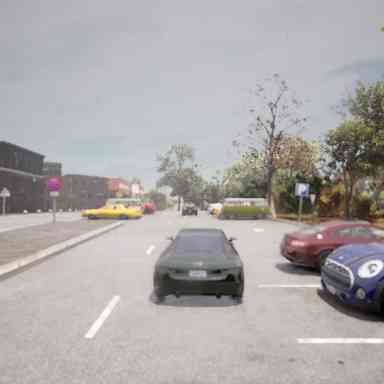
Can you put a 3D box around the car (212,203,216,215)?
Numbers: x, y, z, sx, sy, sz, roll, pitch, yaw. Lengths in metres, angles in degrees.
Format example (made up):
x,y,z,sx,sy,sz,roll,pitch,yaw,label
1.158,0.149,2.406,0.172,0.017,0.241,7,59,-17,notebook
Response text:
x,y,z,sx,sy,sz,roll,pitch,yaw,label
5.009,1.909,33.587,5.366,1.575,1.946,0,-1,-1,car

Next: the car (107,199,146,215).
x,y,z,sx,sy,sz,roll,pitch,yaw,label
-7.421,1.810,34.237,4.553,1.767,2.185,0,-1,-1,car

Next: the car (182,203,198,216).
x,y,z,sx,sy,sz,roll,pitch,yaw,label
-0.250,2.187,41.323,1.812,1.442,4.674,0,-2,-1,car

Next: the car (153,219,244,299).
x,y,z,sx,sy,sz,roll,pitch,yaw,label
0.235,1.627,8.697,1.994,1.385,4.181,0,0,3,car

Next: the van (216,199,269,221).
x,y,z,sx,sy,sz,roll,pitch,yaw,label
4.735,1.618,30.796,4.442,1.987,1.878,0,-1,-1,van

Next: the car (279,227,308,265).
x,y,z,sx,sy,sz,roll,pitch,yaw,label
5.030,1.589,10.000,4.674,1.452,2.002,0,0,-1,car

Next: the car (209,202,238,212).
x,y,z,sx,sy,sz,roll,pitch,yaw,label
5.622,2.744,59.454,4.553,1.767,2.097,1,-3,-18,car

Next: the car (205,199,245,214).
x,y,z,sx,sy,sz,roll,pitch,yaw,label
4.631,2.106,47.426,5.566,2.045,2.435,0,-2,-1,car

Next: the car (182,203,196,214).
x,y,z,sx,sy,sz,roll,pitch,yaw,label
-0.458,2.506,51.193,1.882,1.535,5.008,0,-2,2,car

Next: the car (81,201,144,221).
x,y,z,sx,sy,sz,roll,pitch,yaw,label
-7.607,1.861,31.315,5.366,1.575,1.946,0,-1,-1,car

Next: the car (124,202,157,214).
x,y,z,sx,sy,sz,roll,pitch,yaw,label
-7.608,2.315,49.410,4.553,1.767,2.185,0,-2,-1,car

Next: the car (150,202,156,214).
x,y,z,sx,sy,sz,roll,pitch,yaw,label
-7.523,1.967,43.465,5.566,2.045,2.435,0,-2,-1,car

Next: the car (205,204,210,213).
x,y,z,sx,sy,sz,roll,pitch,yaw,label
4.711,1.906,41.967,5.566,2.045,2.435,0,-2,-1,car

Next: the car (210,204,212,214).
x,y,z,sx,sy,sz,roll,pitch,yaw,label
4.982,1.980,36.247,5.366,1.575,1.946,0,-2,-1,car

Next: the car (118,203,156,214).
x,y,z,sx,sy,sz,roll,pitch,yaw,label
-7.589,2.327,46.371,5.008,1.535,2.097,0,-2,-1,car

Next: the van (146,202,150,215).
x,y,z,sx,sy,sz,roll,pitch,yaw,label
-7.366,1.796,37.276,4.442,1.987,1.878,0,-2,-1,van

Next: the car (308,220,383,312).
x,y,z,sx,sy,sz,roll,pitch,yaw,label
5.107,1.399,6.832,4.553,1.767,2.185,0,0,0,car
